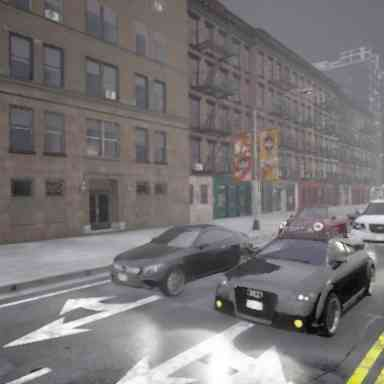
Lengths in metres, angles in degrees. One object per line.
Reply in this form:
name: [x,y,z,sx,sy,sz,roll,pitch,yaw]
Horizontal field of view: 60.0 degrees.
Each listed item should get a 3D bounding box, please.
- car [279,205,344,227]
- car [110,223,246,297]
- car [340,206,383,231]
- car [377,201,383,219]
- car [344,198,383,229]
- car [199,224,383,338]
car: [5.952,1.464,15.947,2.097,1.767,4.553,-1,-1,41]
car: [-0.004,1.633,9.131,1.812,1.442,4.674,-1,-1,41]
car: [11.865,1.716,22.702,1.895,1.301,4.718,-1,-1,41]
car: [18.557,1.593,30.302,1.882,1.535,5.008,-1,-1,42]
car: [8.455,1.281,13.879,2.150,2.045,5.566,-1,-1,41]
car: [2.297,1.618,6.829,1.994,1.385,4.181,-1,-1,41]
